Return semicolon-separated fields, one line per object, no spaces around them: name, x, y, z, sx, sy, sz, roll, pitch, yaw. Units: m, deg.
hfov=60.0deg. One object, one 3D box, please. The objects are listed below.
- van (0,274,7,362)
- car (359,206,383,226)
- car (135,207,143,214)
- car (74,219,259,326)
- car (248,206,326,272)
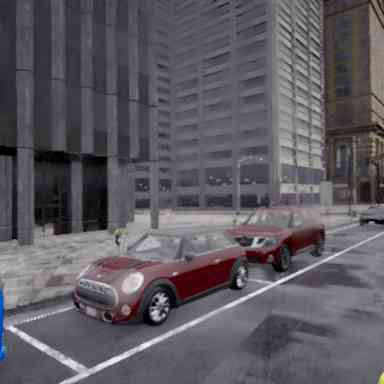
van;-3.983;1.439;3.090;1.690;1.788;3.998;-1;-1;40
car;13.553;1.710;24.194;1.947;1.339;4.313;-1;-1;40
car;-10.889;3.370;60.328;4.674;1.442;1.812;-3;-2;41
car;-0.476;1.549;7.310;1.967;1.590;4.097;-1;-1;40
car;3.029;1.434;11.533;2.192;1.841;5.009;-1;-1;40
